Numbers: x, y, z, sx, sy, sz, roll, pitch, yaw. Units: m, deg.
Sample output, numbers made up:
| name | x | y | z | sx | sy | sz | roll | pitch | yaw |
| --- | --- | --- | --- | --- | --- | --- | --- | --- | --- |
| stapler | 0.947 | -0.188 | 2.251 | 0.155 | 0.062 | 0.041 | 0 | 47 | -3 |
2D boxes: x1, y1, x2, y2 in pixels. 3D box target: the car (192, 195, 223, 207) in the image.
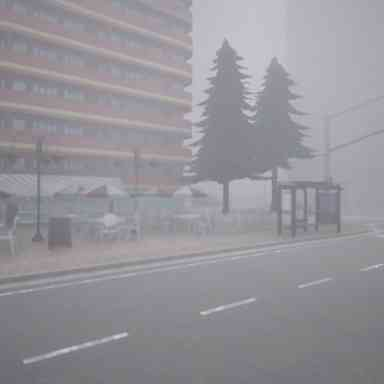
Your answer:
| name | x | y | z | sx | sy | sz | roll | pitch | yaw |
| --- | --- | --- | --- | --- | --- | --- | --- | --- | --- |
| car | 2.278 | 1.544 | 57.622 | 2.150 | 2.045 | 5.566 | 0 | 0 | -37 |

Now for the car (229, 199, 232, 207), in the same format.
| name | x | y | z | sx | sy | sz | roll | pitch | yaw |
| --- | --- | --- | --- | --- | --- | --- | --- | --- | --- |
| car | 5.112 | 1.696 | 59.676 | 2.097 | 1.767 | 4.553 | 0 | 0 | -37 |

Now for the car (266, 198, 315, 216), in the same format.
| name | x | y | z | sx | sy | sz | roll | pitch | yaw |
| --- | --- | --- | --- | --- | --- | --- | --- | --- | --- |
| car | 10.451 | 1.760 | 34.940 | 1.837 | 1.490 | 4.892 | 0 | 0 | -37 |

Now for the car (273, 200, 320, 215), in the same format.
| name | x | y | z | sx | sy | sz | roll | pitch | yaw |
| --- | --- | --- | --- | --- | --- | --- | --- | --- | --- |
| car | 12.018 | 1.772 | 38.690 | 2.128 | 1.511 | 4.902 | 0 | 0 | -37 |
